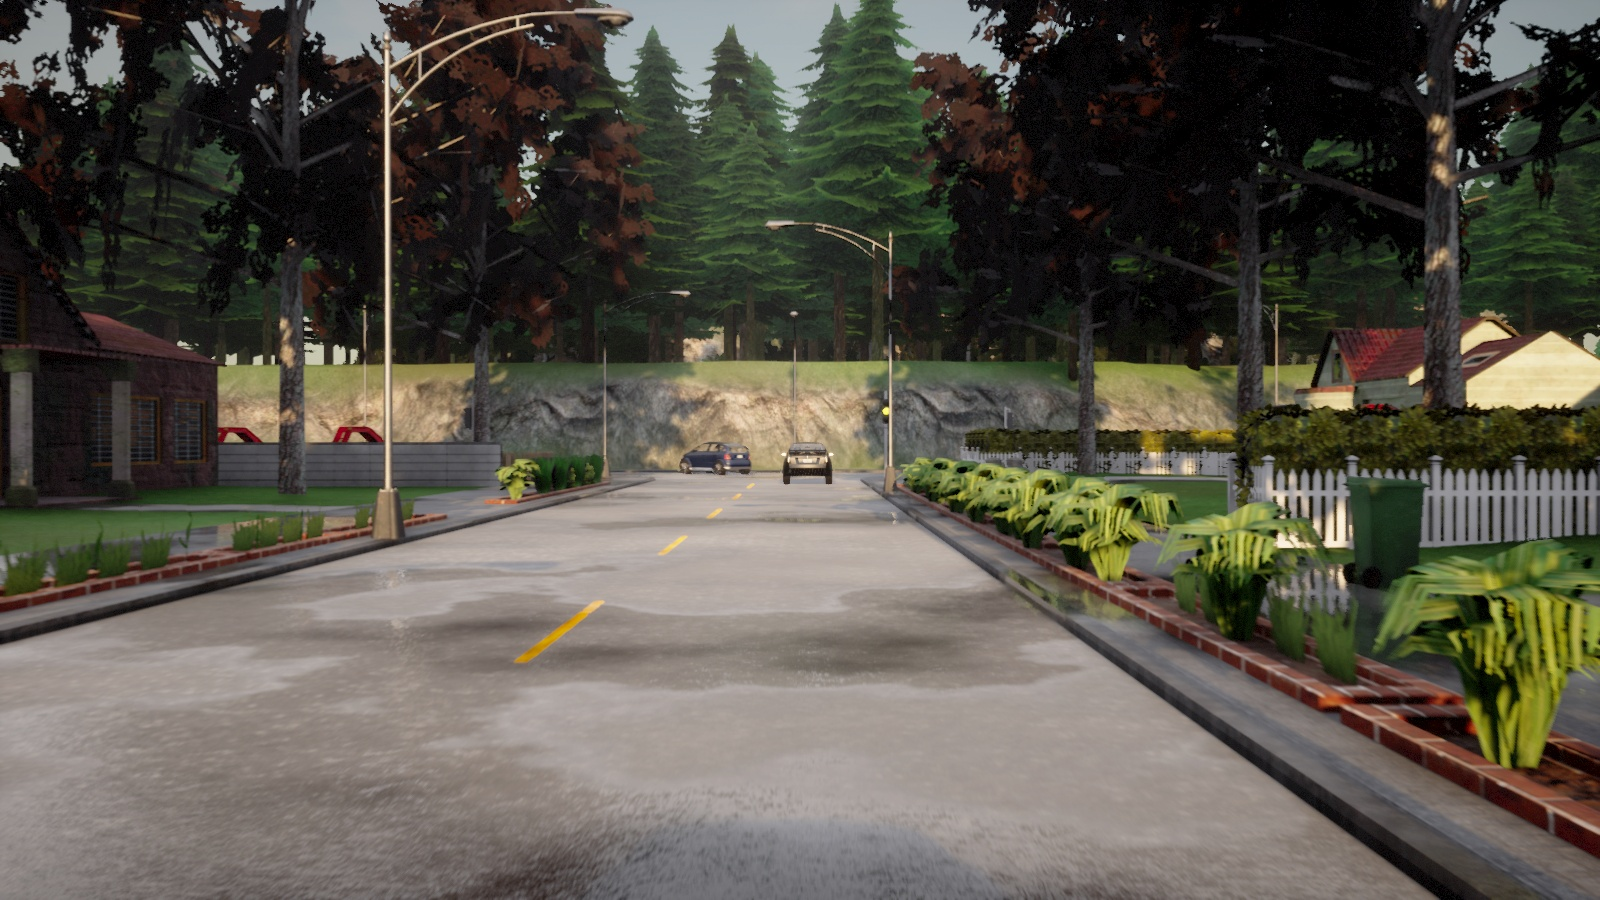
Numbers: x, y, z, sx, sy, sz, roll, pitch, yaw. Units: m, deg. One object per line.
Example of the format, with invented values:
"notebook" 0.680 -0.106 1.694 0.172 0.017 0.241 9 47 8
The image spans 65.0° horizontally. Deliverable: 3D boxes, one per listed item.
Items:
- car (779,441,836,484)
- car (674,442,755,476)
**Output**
"car" 0.282 0.428 47.022 2.007 1.525 4.514 0 0 0
"car" -4.020 0.392 58.499 1.789 1.549 3.705 0 0 -44
